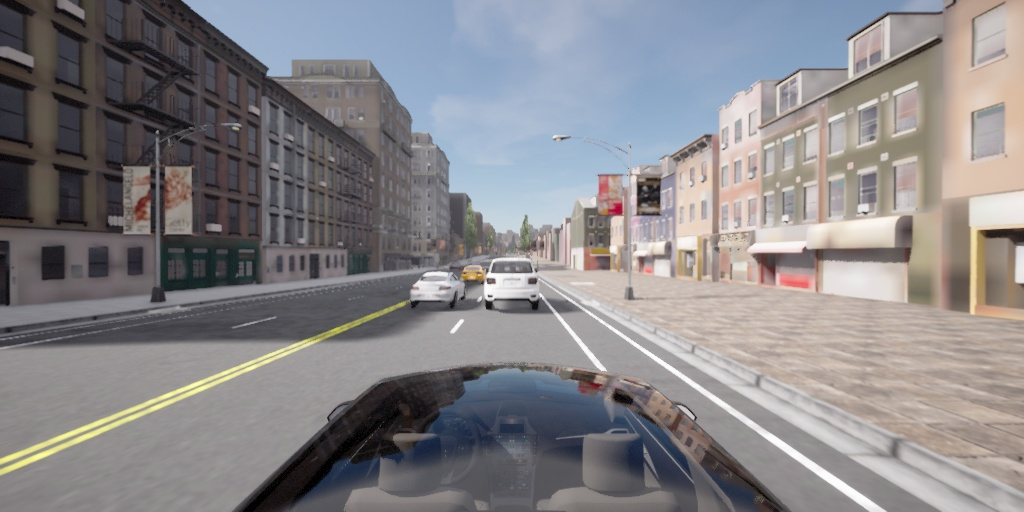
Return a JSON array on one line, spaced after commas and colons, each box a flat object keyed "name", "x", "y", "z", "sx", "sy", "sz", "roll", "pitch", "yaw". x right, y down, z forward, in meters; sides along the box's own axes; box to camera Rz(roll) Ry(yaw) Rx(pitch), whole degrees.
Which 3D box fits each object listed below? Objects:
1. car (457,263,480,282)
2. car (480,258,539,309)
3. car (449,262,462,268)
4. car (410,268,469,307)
[{"name": "car", "x": -3.254, "y": 1.588, "z": 31.339, "sx": 1.882, "sy": 1.535, "sz": 5.008, "roll": 0, "pitch": 0, "yaw": 0}, {"name": "car", "x": -0.004, "y": 1.119, "z": 15.867, "sx": 2.150, "sy": 2.045, "sz": 5.566, "roll": 0, "pitch": -1, "yaw": 0}, {"name": "car", "x": -9.813, "y": 1.785, "z": 63.960, "sx": 2.097, "sy": 1.767, "sz": 4.553, "roll": 0, "pitch": 0, "yaw": 1}, {"name": "car", "x": -3.250, "y": 1.433, "z": 16.245, "sx": 1.812, "sy": 1.442, "sz": 4.674, "roll": 0, "pitch": -1, "yaw": 0}]
